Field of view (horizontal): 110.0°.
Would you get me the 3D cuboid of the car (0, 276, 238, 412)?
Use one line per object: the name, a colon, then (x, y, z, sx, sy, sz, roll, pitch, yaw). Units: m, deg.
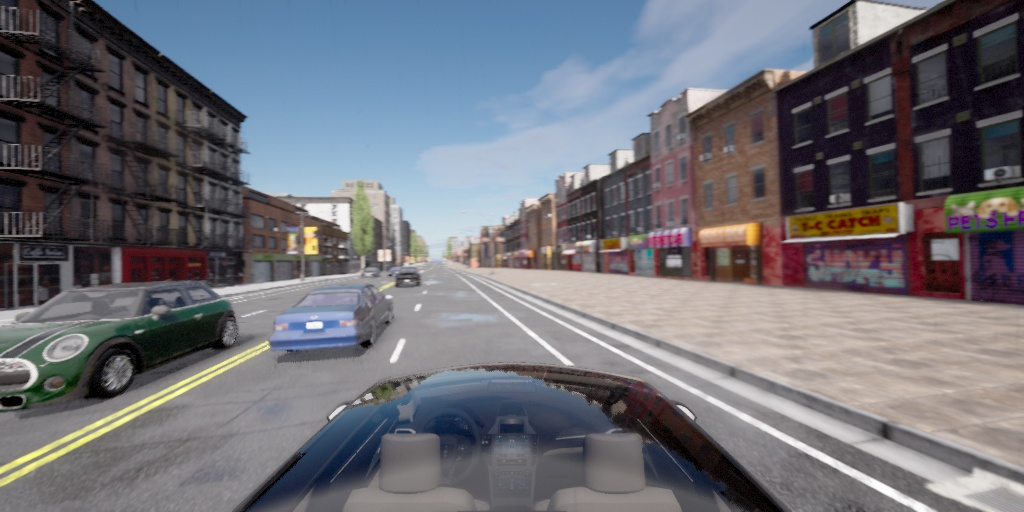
car: (-7.353, 1.314, 6.682, 2.097, 1.767, 4.553, -1, 0, -11)

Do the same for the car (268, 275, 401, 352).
car: (-4.416, 1.452, 9.584, 2.033, 1.411, 5.357, -1, 0, -11)

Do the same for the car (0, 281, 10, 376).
car: (-10.215, 1.374, 4.433, 2.097, 1.767, 4.553, -1, 0, -11)

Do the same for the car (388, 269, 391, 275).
car: (-15.701, 2.197, 48.860, 2.033, 1.411, 5.357, -1, -1, -11)

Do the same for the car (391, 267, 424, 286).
car: (-8.371, 1.636, 29.304, 1.837, 1.490, 4.892, -1, 0, -11)

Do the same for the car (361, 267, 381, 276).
car: (-18.888, 2.228, 48.221, 1.812, 1.442, 4.674, -1, -1, -11)
